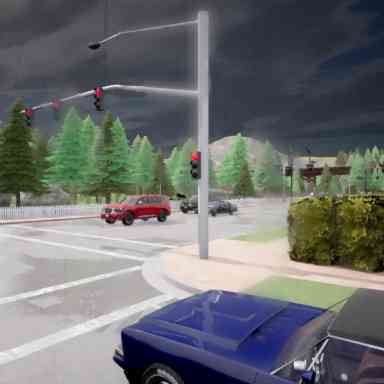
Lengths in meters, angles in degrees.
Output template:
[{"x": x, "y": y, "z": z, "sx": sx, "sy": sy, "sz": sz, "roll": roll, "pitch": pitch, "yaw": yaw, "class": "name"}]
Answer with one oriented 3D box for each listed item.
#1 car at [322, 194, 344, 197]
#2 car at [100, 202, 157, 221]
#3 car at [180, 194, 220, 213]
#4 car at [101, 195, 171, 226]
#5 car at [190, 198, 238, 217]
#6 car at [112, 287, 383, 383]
[{"x": 16.507, "y": 1.222, "z": 38.393, "sx": 2.150, "sy": 2.045, "sz": 5.566, "roll": 0, "pitch": 0, "yaw": 38, "class": "car"}, {"x": -5.258, "y": 1.601, "z": 28.138, "sx": 1.895, "sy": 1.301, "sz": 4.718, "roll": 0, "pitch": 0, "yaw": 38, "class": "car"}, {"x": 1.079, "y": 1.221, "z": 36.119, "sx": 2.150, "sy": 2.045, "sz": 5.566, "roll": 0, "pitch": 0, "yaw": 39, "class": "car"}, {"x": -3.911, "y": 1.221, "z": 24.203, "sx": 2.150, "sy": 2.045, "sz": 5.566, "roll": 0, "pitch": 0, "yaw": 38, "class": "car"}, {"x": 2.457, "y": 1.547, "z": 32.232, "sx": 2.033, "sy": 1.411, "sz": 5.357, "roll": 0, "pitch": 0, "yaw": 38, "class": "car"}, {"x": 1.502, "y": 1.601, "z": 2.894, "sx": 4.718, "sy": 1.301, "sz": 1.895, "roll": 0, "pitch": 0, "yaw": 36, "class": "car"}]
